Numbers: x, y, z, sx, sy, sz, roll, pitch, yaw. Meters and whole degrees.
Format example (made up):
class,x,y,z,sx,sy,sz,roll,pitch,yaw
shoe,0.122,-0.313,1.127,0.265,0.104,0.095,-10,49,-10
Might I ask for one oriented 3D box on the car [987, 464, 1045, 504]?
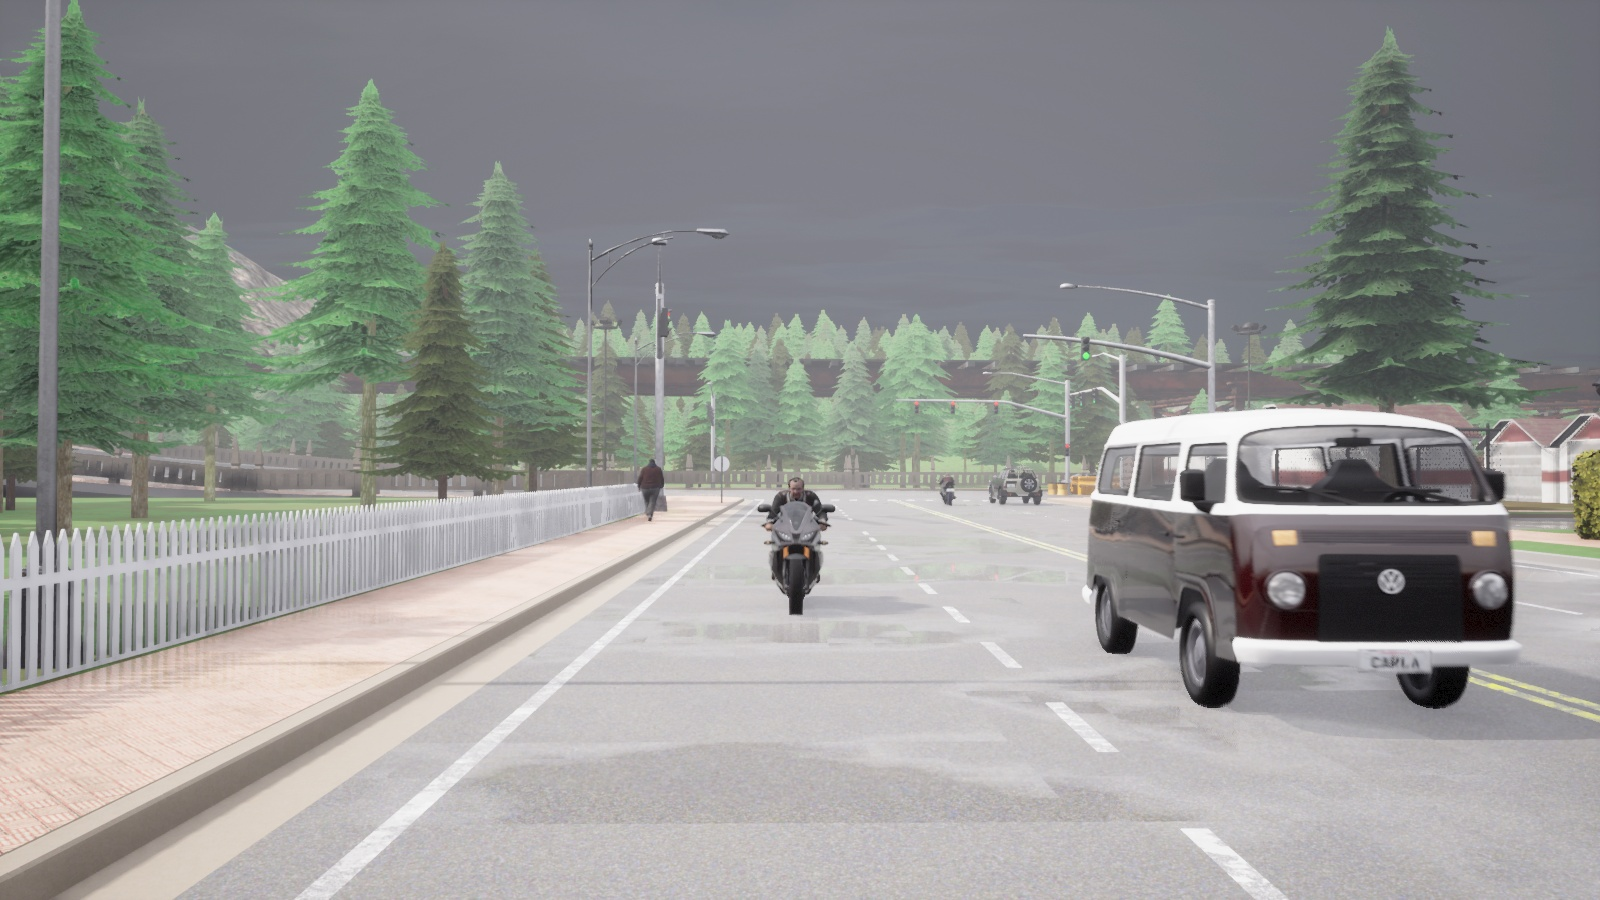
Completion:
class,x,y,z,sx,sy,sz,roll,pitch,yaw
car,10.351,1.604,60.516,1.932,1.855,4.605,0,-1,0

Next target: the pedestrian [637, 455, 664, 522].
class,x,y,z,sx,sy,sz,roll,pitch,yaw
pedestrian,-4.157,1.076,34.982,0.634,1.844,0.899,0,-1,0

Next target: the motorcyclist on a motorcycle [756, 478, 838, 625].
class,x,y,z,sx,sy,sz,roll,pitch,yaw
motorcyclist on a motorcycle,-0.035,1.090,14.339,0.866,1.530,2.191,0,-1,0

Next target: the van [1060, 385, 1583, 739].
class,x,y,z,sx,sy,sz,roll,pitch,yaw
van,3.475,0.683,9.502,2.069,2.038,4.480,0,-1,0

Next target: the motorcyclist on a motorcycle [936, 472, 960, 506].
class,x,y,z,sx,sy,sz,roll,pitch,yaw
motorcyclist on a motorcycle,6.856,1.799,58.325,0.866,1.530,2.191,0,-1,0
